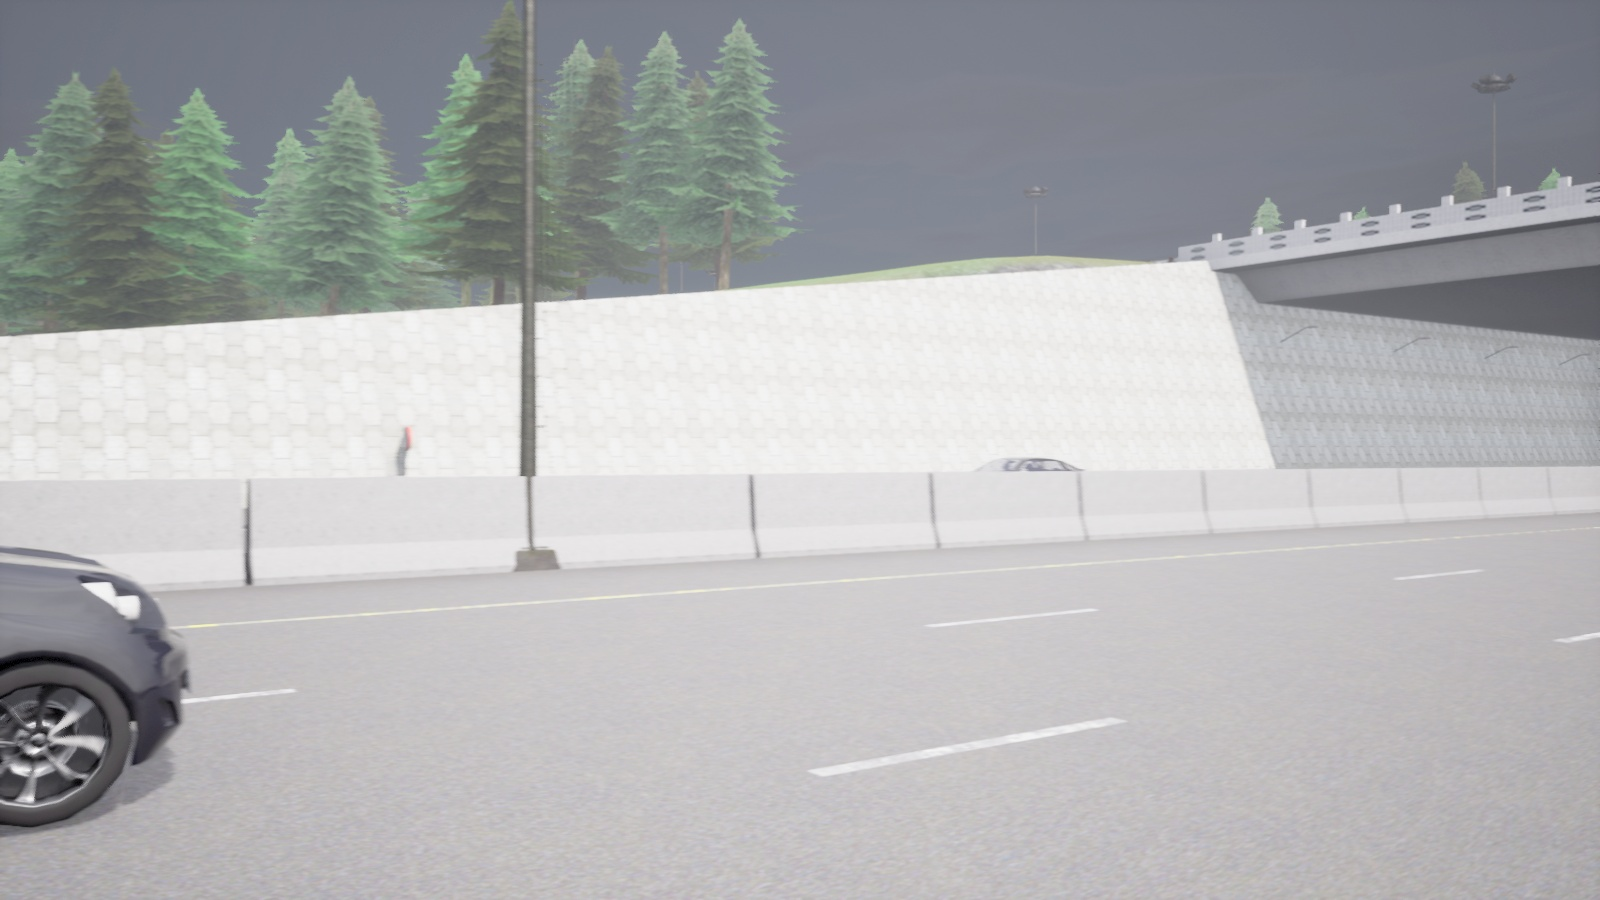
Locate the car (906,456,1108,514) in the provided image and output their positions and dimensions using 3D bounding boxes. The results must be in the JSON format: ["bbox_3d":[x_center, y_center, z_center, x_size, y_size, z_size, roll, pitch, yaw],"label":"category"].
[{"bbox_3d":[5.513,0.863,33.081,5.357,1.411,2.033,0,0,-35],"label":"car"}]

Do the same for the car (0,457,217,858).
[{"bbox_3d":[-4.405,0.779,4.857,3.633,1.501,1.845,0,0,-35],"label":"car"}]
